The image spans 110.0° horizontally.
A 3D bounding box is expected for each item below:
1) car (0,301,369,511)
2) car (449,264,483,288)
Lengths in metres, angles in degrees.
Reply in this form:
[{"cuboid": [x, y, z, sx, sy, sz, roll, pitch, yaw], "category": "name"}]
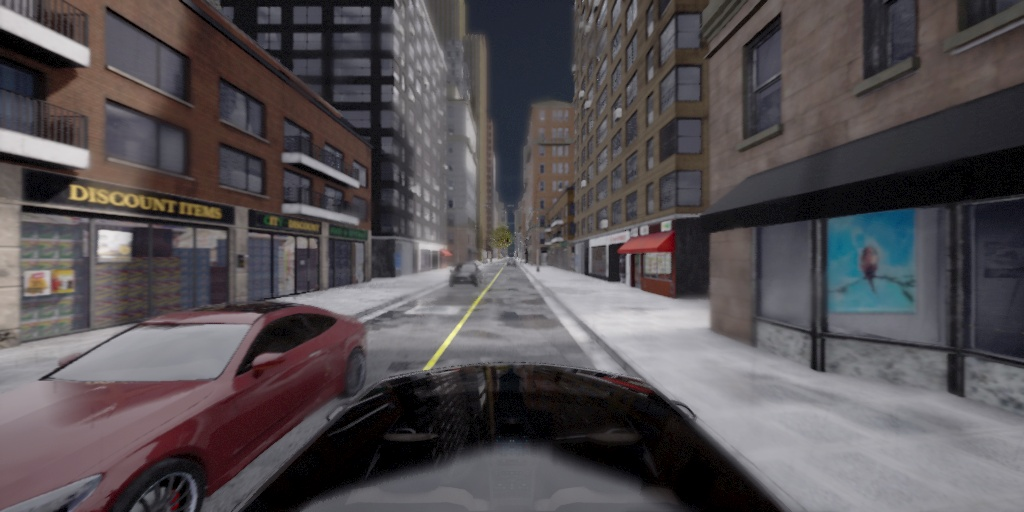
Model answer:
[{"cuboid": [-3.098, 1.279, 3.796, 1.812, 1.442, 4.674, 0, 0, 0], "category": "car"}, {"cuboid": [-3.033, 1.269, 24.221, 1.837, 1.490, 4.892, 0, -1, 0], "category": "car"}]
